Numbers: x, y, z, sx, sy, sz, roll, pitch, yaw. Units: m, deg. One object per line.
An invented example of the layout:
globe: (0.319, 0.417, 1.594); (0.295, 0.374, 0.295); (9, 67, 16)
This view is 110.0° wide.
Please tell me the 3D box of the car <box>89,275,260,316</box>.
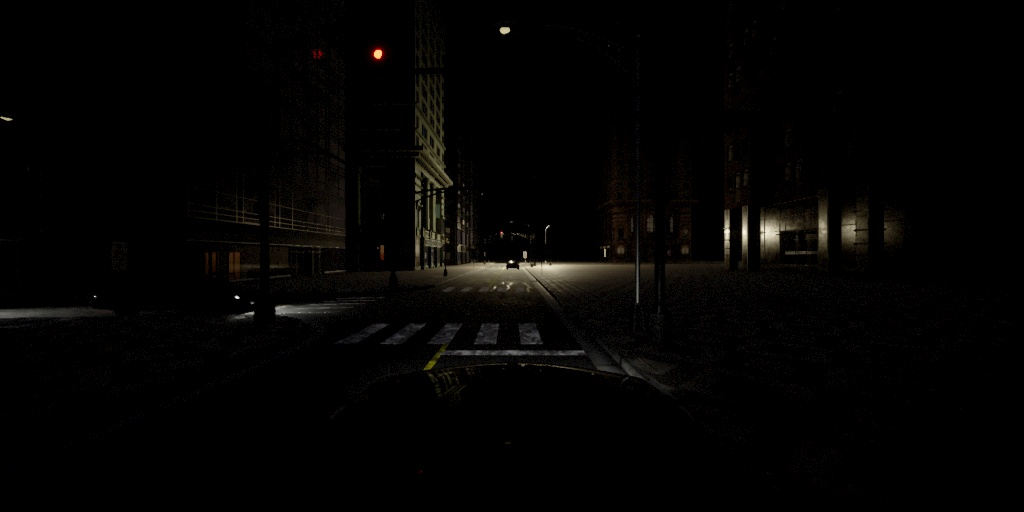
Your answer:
car: (-12.728, 1.466, 13.851); (5.357, 1.411, 2.033); (-1, 0, -2)

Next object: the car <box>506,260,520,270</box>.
car: (0.121, 1.325, 53.391); (1.994, 1.385, 4.181); (0, 0, 0)
